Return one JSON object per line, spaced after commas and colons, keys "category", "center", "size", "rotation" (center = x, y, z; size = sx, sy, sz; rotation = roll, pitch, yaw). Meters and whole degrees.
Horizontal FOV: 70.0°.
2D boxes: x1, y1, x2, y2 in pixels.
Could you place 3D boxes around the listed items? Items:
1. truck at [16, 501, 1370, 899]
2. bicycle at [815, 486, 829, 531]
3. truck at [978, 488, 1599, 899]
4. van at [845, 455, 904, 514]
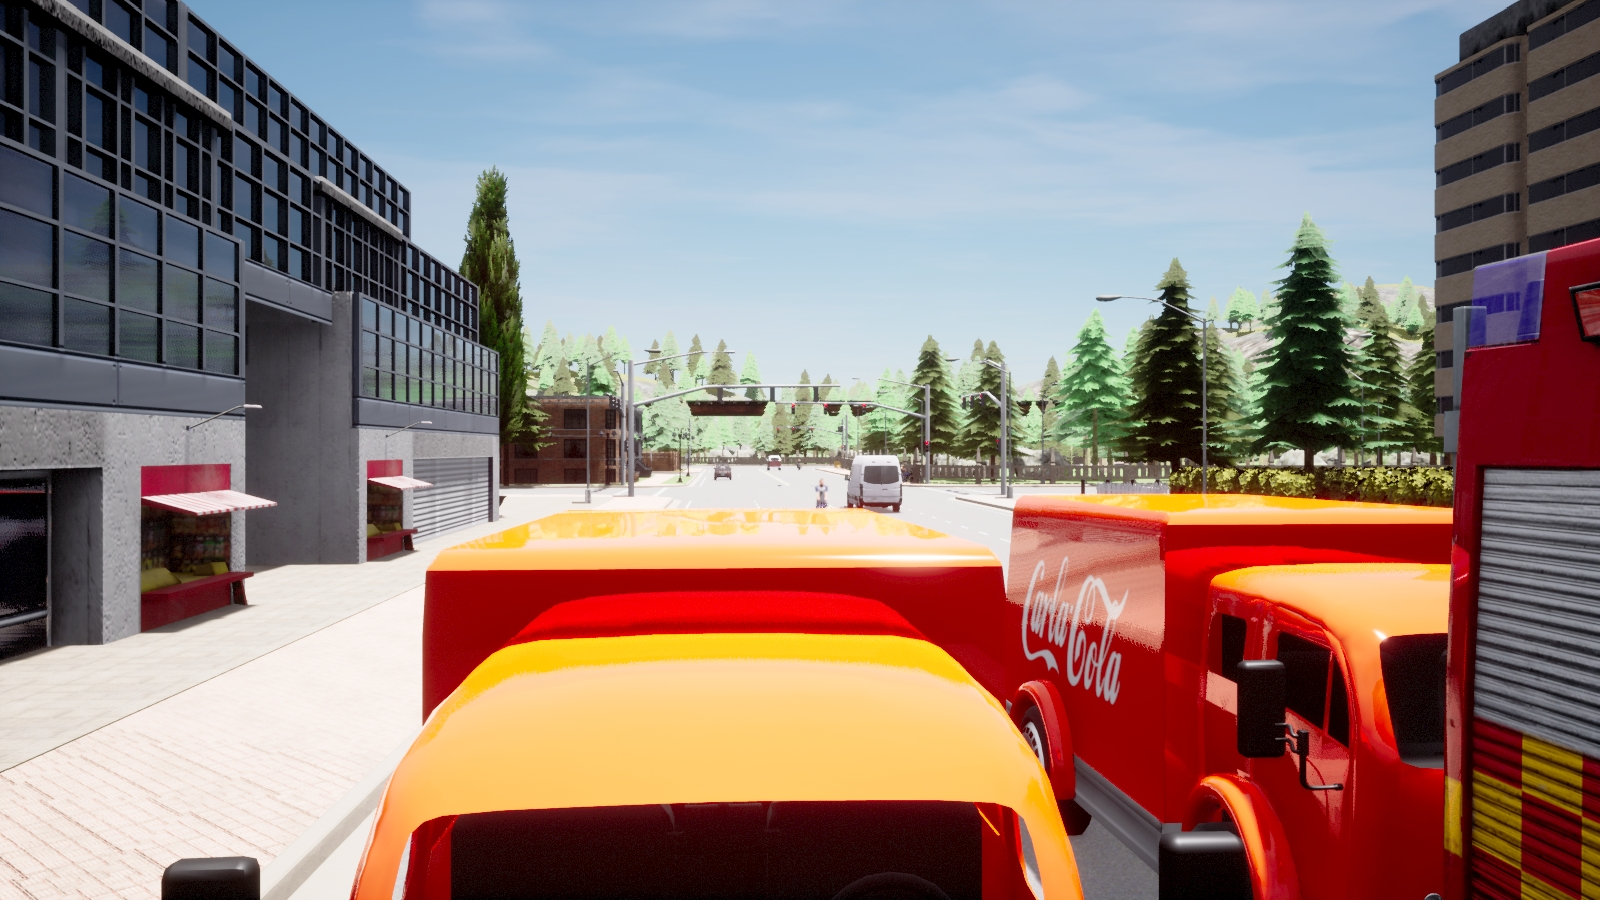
{"category": "truck", "center": [-0.347, 1.568, 4.821], "size": [2.627, 2.467, 5.204], "rotation": [0, 0, -4]}
{"category": "bicycle", "center": [0.773, 2.056, 40.366], "size": [0.373, 1.496, 1.643], "rotation": [0, 0, -4]}
{"category": "truck", "center": [3.003, 1.568, 7.234], "size": [2.627, 2.467, 5.204], "rotation": [0, 0, -4]}
{"category": "van", "center": [3.411, 1.534, 53.444], "size": [1.988, 2.561, 5.915], "rotation": [0, 0, -4]}
